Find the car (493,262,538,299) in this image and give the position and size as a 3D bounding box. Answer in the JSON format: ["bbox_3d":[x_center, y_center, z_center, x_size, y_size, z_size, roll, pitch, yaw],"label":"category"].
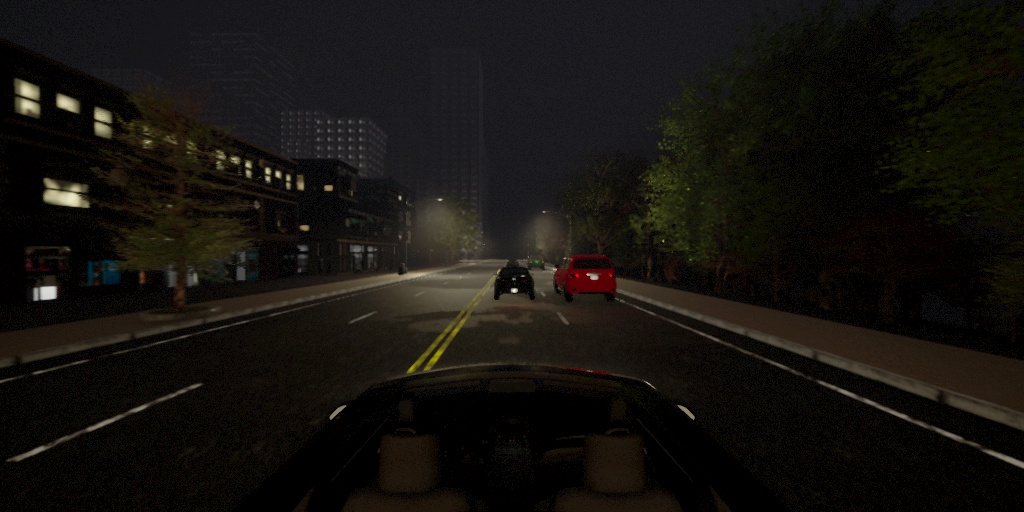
[{"bbox_3d":[0.104,1.261,18.236,1.837,1.490,4.892,0,0,0],"label":"car"}]

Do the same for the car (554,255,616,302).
[{"bbox_3d":[3.354,0.977,17.328,2.150,2.045,5.566,0,0,0],"label":"car"}]

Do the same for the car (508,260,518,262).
[{"bbox_3d":[0.114,1.267,53.619,1.837,1.490,4.892,0,0,0],"label":"car"}]

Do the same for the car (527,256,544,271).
[{"bbox_3d":[3.363,0.983,51.083,2.150,2.045,5.566,0,0,0],"label":"car"}]
